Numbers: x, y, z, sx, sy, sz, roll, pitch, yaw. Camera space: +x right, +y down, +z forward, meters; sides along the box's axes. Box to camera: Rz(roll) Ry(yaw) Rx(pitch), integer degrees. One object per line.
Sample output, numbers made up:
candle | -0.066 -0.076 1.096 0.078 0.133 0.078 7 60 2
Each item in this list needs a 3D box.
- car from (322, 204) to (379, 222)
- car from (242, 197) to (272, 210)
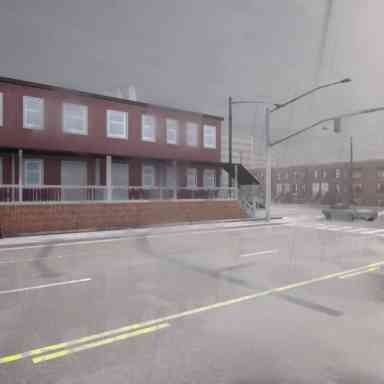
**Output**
car | 12.340 1.596 26.248 1.895 1.301 4.718 0 0 -10
car | 7.730 1.464 41.574 1.837 1.490 4.892 0 0 -36
